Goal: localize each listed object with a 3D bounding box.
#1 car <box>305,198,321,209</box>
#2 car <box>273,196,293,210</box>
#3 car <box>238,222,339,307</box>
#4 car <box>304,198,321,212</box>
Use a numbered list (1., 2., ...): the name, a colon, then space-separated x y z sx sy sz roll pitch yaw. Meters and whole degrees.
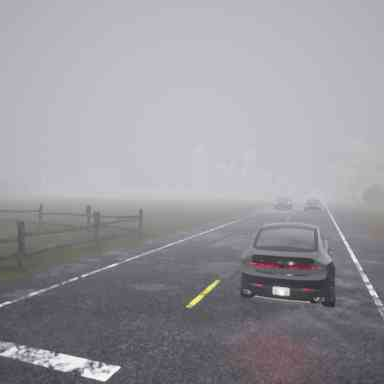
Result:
1. car: 16.982 1.550 46.494 1.994 1.385 4.181 0 0 21
2. car: 11.650 1.339 42.308 2.097 1.767 4.553 0 0 21
3. car: 2.429 1.501 8.126 1.837 1.490 4.892 0 0 21
4. car: 14.213 1.535 39.107 2.033 1.411 5.357 0 0 21
